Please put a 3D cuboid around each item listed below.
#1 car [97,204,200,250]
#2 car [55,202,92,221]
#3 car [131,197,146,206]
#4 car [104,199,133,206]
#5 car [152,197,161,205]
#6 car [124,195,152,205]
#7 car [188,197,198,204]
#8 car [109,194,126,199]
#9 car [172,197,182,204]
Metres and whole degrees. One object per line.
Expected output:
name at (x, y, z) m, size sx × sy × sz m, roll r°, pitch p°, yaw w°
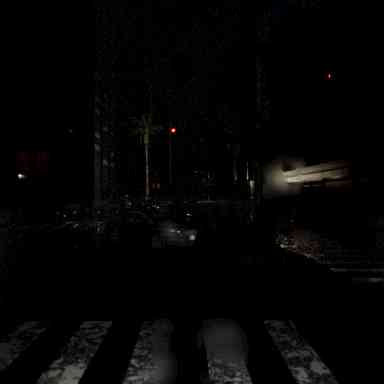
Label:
car at (-1.827, 1.507, 14.470) m, size 4.902 × 1.511 × 2.128 m, roll 0°, pitch 0°, yaw 41°
car at (-9.819, 1.586, 27.988) m, size 1.812 × 1.442 × 4.674 m, roll 0°, pitch 0°, yaw 0°
car at (-9.718, 1.660, 60.291) m, size 1.882 × 1.535 × 5.008 m, roll 0°, pitch 0°, yaw 1°
car at (-6.567, 1.586, 28.029) m, size 1.812 × 1.442 × 4.674 m, roll 0°, pitch 0°, yaw 0°
car at (-6.496, 1.646, 57.197) m, size 1.882 × 1.535 × 5.008 m, roll 0°, pitch 0°, yaw 0°
car at (-6.552, 1.453, 41.089) m, size 2.097 × 1.767 × 4.553 m, roll 0°, pitch 0°, yaw 0°
car at (0.175, 1.790, 69.936) m, size 1.994 × 1.385 × 4.181 m, roll 0°, pitch 0°, yaw 0°
car at (-9.797, 1.338, 44.645) m, size 2.150 × 2.045 × 5.566 m, roll 0°, pitch 0°, yaw -1°
car at (-3.075, 1.789, 69.914) m, size 1.994 × 1.385 × 4.181 m, roll 0°, pitch 0°, yaw 0°
